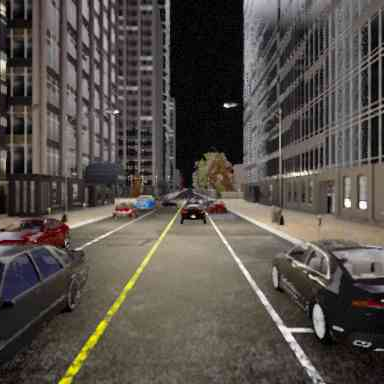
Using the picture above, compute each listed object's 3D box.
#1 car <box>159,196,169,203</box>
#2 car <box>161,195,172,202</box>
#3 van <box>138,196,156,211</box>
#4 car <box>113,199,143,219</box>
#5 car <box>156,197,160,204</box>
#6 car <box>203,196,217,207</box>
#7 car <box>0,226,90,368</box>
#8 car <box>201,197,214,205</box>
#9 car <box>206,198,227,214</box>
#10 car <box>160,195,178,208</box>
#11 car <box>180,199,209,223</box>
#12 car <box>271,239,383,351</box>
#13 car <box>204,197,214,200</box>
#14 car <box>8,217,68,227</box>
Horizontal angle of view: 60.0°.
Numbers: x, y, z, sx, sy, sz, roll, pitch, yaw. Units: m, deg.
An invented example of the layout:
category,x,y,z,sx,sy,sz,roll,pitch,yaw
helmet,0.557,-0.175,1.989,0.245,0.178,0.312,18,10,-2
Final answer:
category,x,y,z,sx,sy,sz,roll,pitch,yaw
car,-5.701,1.538,68.820,1.802,1.307,4.206,0,0,0
car,-5.701,1.384,74.512,1.967,1.590,4.097,0,0,0
van,-5.697,1.324,40.355,1.690,1.788,3.998,0,0,0
car,-5.695,1.572,28.971,1.802,1.307,4.206,0,0,0
car,-5.699,1.554,57.432,1.802,1.307,4.206,0,0,0
car,2.682,1.417,51.738,1.967,1.590,4.097,0,0,0
car,-3.101,1.548,4.937,2.033,1.411,5.357,0,0,0
car,2.682,1.523,57.432,2.008,1.369,4.403,0,0,0
car,2.685,1.568,34.662,1.802,1.307,4.206,0,0,0
car,-3.089,1.544,47.804,1.994,1.385,4.181,0,0,0
car,0.094,1.517,25.172,1.812,1.442,4.674,0,0,0
car,2.689,1.552,6.199,2.008,1.369,4.403,0,0,0
car,2.683,1.531,46.046,2.008,1.369,4.403,0,0,0
car,-5.692,1.581,11.893,1.802,1.307,4.206,0,0,0
